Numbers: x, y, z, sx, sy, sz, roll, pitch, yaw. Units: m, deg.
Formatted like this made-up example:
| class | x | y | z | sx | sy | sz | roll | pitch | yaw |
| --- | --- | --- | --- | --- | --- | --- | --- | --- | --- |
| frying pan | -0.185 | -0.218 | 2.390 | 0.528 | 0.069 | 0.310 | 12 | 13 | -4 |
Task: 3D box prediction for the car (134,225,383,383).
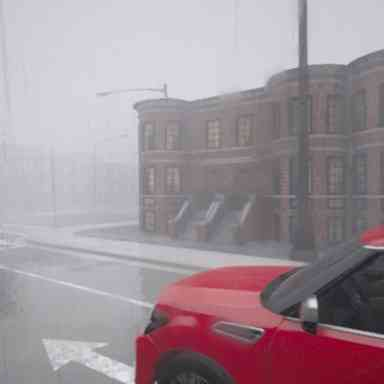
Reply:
| class | x | y | z | sx | sy | sz | roll | pitch | yaw |
| --- | --- | --- | --- | --- | --- | --- | --- | --- | --- |
| car | 2.064 | 1.217 | 2.522 | 5.566 | 2.045 | 2.150 | -1 | 0 | 36 |
